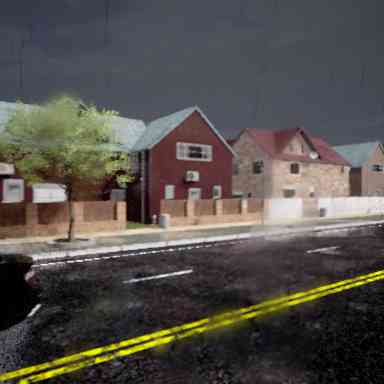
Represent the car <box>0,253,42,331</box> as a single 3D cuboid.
[{"bbox_3d":[-4.641,1.486,4.330,4.902,1.511,2.128,0,0,-35],"label":"car"}]
